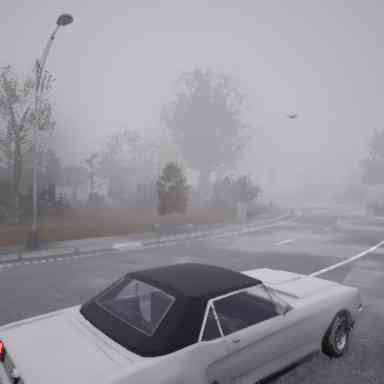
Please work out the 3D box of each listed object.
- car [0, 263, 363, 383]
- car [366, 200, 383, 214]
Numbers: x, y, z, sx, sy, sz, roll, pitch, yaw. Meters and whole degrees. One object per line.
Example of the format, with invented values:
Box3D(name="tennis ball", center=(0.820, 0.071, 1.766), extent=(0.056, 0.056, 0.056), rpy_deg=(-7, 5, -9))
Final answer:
Box3D(name="car", center=(0.281, 1.627, 4.280), extent=(4.718, 1.301, 1.895), rpy_deg=(0, 0, -39))
Box3D(name="car", center=(20.827, 1.589, 36.971), extent=(2.128, 1.511, 4.902), rpy_deg=(1, 0, 14))
